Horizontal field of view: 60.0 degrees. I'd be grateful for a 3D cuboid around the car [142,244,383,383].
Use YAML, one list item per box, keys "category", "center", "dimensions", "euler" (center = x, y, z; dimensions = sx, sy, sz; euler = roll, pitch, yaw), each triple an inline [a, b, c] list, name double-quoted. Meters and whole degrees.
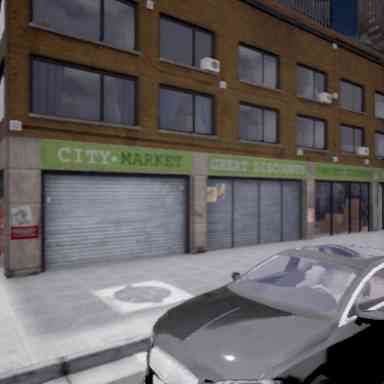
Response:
- category: "car"
  center: [1.756, 1.511, 4.312]
  dimensions: [4.902, 1.511, 2.128]
  euler: [0, 0, -35]
